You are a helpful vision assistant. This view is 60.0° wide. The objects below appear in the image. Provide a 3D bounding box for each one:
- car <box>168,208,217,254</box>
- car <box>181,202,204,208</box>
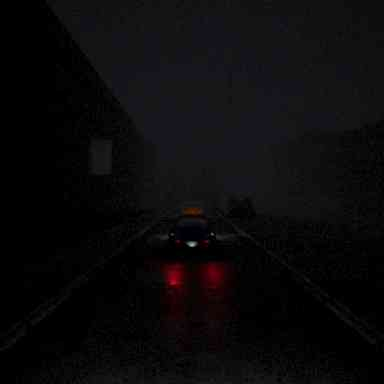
[{"bbox_3d":[0.024,1.617,13.862,1.812,1.442,4.674,0,0,0],"label":"car"},{"bbox_3d":[0.032,1.595,29.237,1.882,1.535,5.008,0,0,0],"label":"car"}]
